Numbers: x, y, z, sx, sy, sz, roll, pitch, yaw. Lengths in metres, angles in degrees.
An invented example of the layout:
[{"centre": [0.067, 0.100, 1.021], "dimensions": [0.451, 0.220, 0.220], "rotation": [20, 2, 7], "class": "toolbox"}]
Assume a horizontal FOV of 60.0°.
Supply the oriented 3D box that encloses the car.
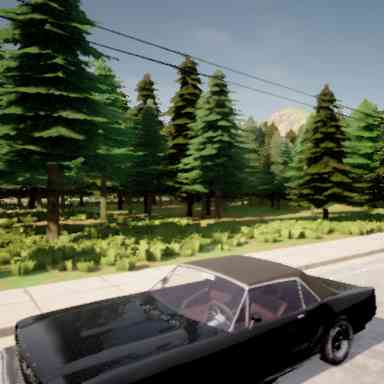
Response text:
[{"centre": [0.308, 1.599, 4.237], "dimensions": [4.718, 1.301, 1.895], "rotation": [0, 0, -36], "class": "car"}]
